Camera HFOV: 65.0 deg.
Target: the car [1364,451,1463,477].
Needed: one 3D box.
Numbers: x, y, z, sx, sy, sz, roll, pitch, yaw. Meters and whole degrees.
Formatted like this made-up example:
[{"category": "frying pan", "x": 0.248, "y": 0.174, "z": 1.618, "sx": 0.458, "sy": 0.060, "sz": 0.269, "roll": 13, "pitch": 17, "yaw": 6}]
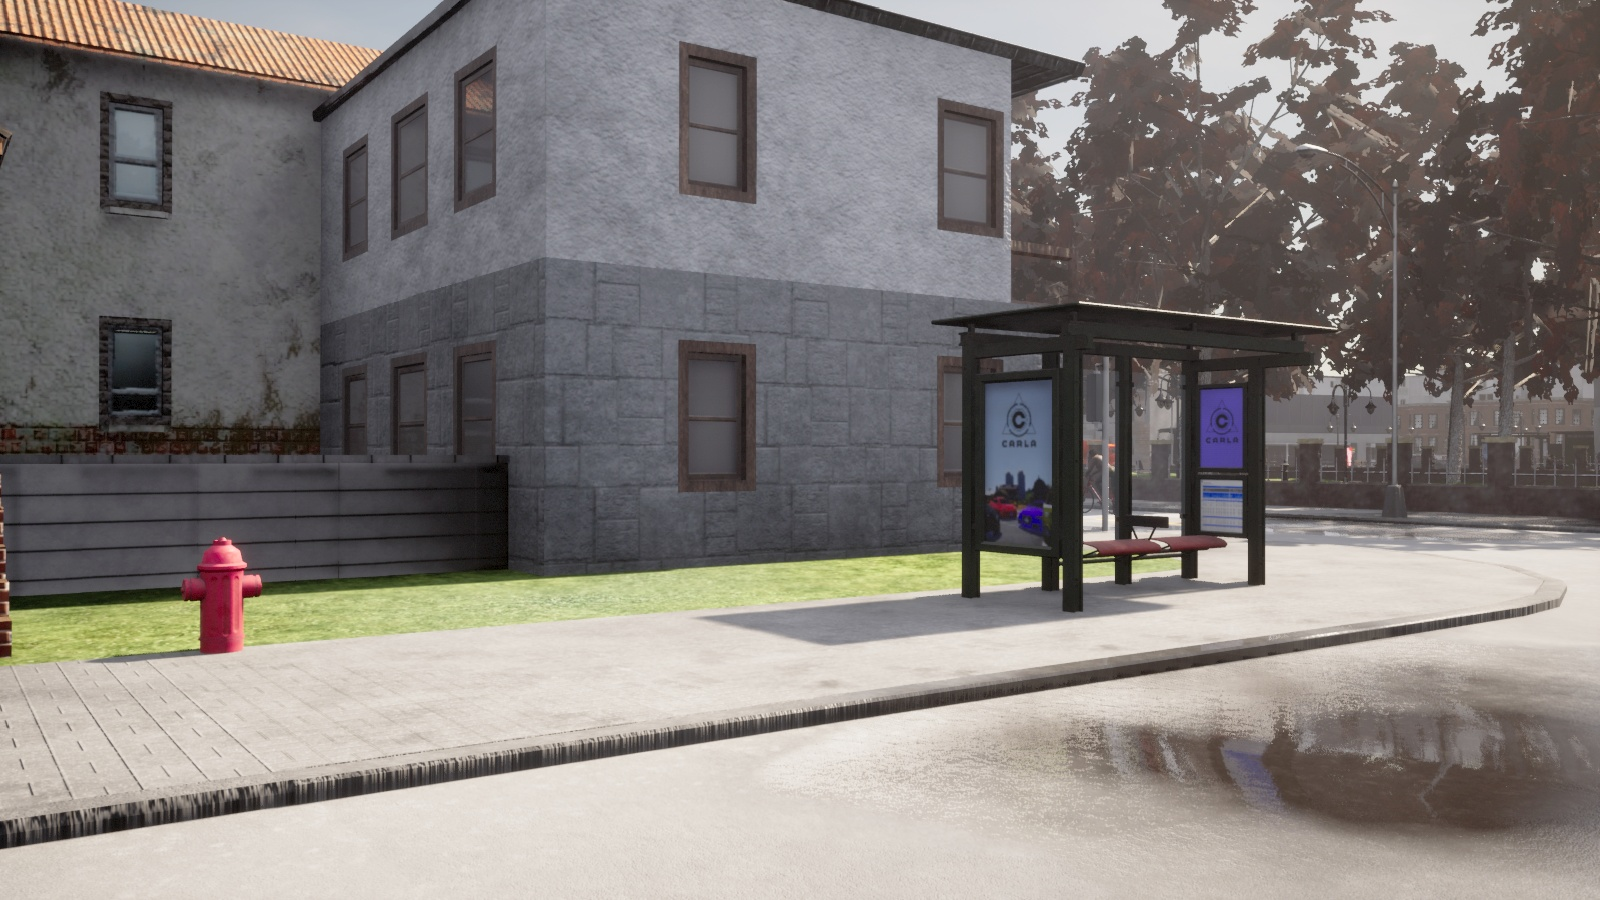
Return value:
[{"category": "car", "x": 36.592, "y": 0.807, "z": 75.030, "sx": 2.128, "sy": 1.511, "sz": 4.902, "roll": 0, "pitch": 0, "yaw": -35}]
